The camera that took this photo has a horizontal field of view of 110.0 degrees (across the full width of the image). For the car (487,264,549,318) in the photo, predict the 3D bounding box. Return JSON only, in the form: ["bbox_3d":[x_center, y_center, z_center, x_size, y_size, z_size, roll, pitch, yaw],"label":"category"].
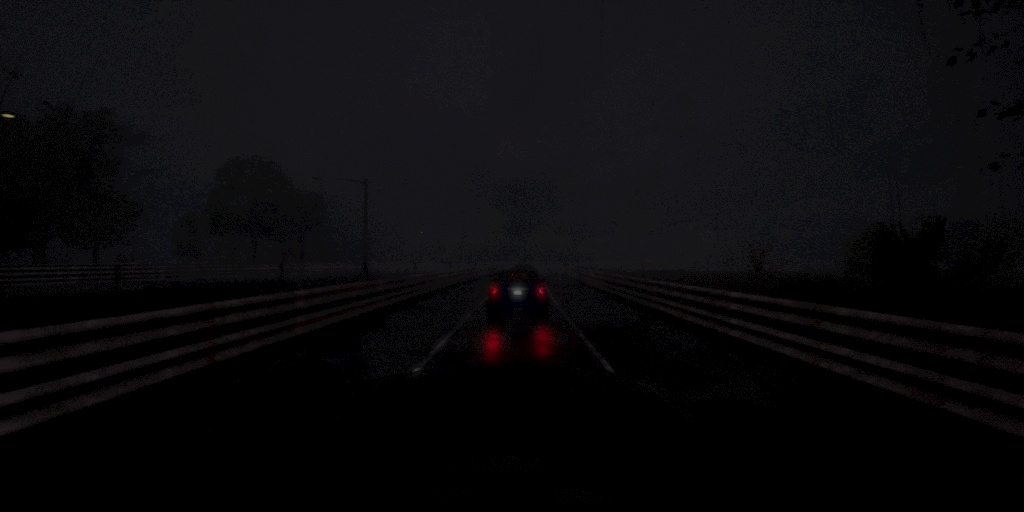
[{"bbox_3d":[0.277,1.262,14.018,2.097,1.767,4.553,0,-1,2],"label":"car"}]
